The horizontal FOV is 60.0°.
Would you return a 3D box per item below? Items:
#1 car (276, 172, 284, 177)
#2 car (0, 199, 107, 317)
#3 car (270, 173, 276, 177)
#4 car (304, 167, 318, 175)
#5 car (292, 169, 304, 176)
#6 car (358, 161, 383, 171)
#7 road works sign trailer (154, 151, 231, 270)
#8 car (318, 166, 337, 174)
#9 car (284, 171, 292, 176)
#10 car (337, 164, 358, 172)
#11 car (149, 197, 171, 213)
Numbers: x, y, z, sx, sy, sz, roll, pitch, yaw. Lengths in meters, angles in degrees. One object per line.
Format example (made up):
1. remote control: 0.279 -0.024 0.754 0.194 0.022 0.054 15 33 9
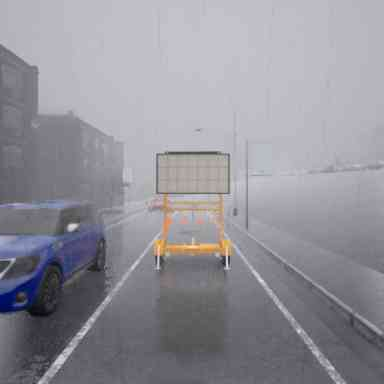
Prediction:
1. car: 21.844 -3.978 77.230 2.231 1.521 4.892 0 1 -1
2. car: -3.601 1.218 7.800 2.150 2.045 5.566 0 0 0
3. car: 21.714 -4.057 82.747 2.231 1.521 4.892 0 1 -1
4. car: 22.901 -3.803 60.645 2.185 1.767 4.553 0 1 -5
5. car: 22.432 -3.779 66.151 2.097 1.535 5.008 0 1 -4
6. car: 25.032 -3.369 44.120 2.231 1.521 4.892 0 1 -9
7. road works sign trailer: 0.036 0.460 11.058 2.380 3.560 2.880 0 0 1
8. car: 23.523 -3.542 54.955 2.163 1.488 4.792 0 1 -6
9. car: 22.078 -3.841 71.688 2.002 1.452 4.674 0 1 -3
10. car: 24.226 -3.431 49.481 2.002 1.452 4.674 0 1 -7
11. car: -3.527 1.337 36.707 2.097 1.767 4.553 0 0 0
